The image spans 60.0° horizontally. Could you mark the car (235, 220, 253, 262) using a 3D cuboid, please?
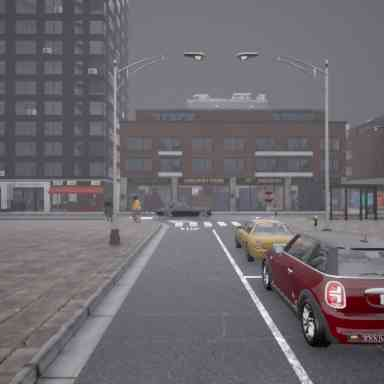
[{"bbox_3d":[2.576,1.530,11.935,1.752,1.417,4.829,0,0,0],"label":"car"}]

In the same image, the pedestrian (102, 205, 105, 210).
[{"bbox_3d":[-5.841,1.129,22.846,0.375,1.860,0.375,0,0,0],"label":"pedestrian"}]

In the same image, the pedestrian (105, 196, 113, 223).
[{"bbox_3d":[-5.388,1.135,22.278,0.375,1.860,0.375,0,0,0],"label":"pedestrian"}]

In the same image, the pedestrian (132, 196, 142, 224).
[{"bbox_3d":[-3.592,1.151,21.620,0.375,1.860,0.375,0,0,0],"label":"pedestrian"}]

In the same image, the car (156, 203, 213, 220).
[{"bbox_3d":[-0.616,1.600,27.854,4.718,1.301,1.895,0,0,-1],"label":"car"}]

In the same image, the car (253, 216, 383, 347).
[{"bbox_3d":[2.609,1.442,6.328,1.967,1.590,4.097,0,0,0],"label":"car"}]
